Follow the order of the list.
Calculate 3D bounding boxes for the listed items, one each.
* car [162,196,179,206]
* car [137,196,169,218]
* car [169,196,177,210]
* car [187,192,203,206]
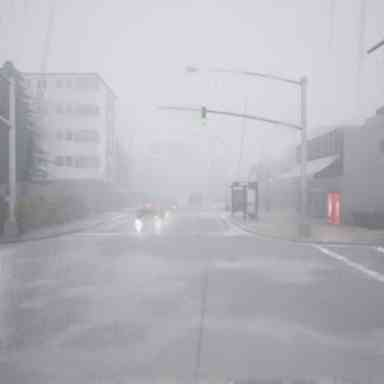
[{"bbox_3d":[-3.155,1.320,49.489,2.033,1.411,5.357,0,0,1],"label":"car"},{"bbox_3d":[-3.388,1.223,28.471,2.097,1.767,4.553,0,0,0],"label":"car"},{"bbox_3d":[-3.300,1.314,38.853,2.128,1.511,4.902,0,0,1],"label":"car"},{"bbox_3d":[0.466,0.980,51.160,2.150,2.045,5.566,0,0,0],"label":"car"}]
